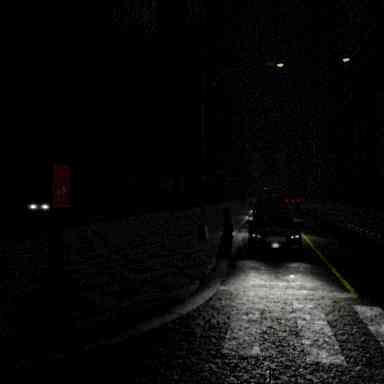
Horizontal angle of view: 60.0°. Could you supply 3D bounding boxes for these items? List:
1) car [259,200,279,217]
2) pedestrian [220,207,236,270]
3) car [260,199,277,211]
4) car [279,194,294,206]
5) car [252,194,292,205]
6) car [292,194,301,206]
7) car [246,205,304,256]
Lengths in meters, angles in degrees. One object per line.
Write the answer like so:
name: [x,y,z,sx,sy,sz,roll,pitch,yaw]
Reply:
car: [7.577,1.563,32.733,1.812,1.442,4.674,0,0,12]
pedestrian: [1.037,1.303,9.620,0.375,1.860,0.375,1,-1,12]
car: [9.779,1.621,42.516,1.994,1.385,4.181,0,0,13]
car: [16.479,1.314,58.253,2.150,2.045,5.566,0,0,13]
car: [5.418,1.244,23.004,2.150,2.045,5.566,0,0,13]
car: [13.981,1.287,46.904,2.150,2.045,5.566,0,0,12]
car: [3.290,1.503,13.381,2.128,1.511,4.902,0,0,12]
